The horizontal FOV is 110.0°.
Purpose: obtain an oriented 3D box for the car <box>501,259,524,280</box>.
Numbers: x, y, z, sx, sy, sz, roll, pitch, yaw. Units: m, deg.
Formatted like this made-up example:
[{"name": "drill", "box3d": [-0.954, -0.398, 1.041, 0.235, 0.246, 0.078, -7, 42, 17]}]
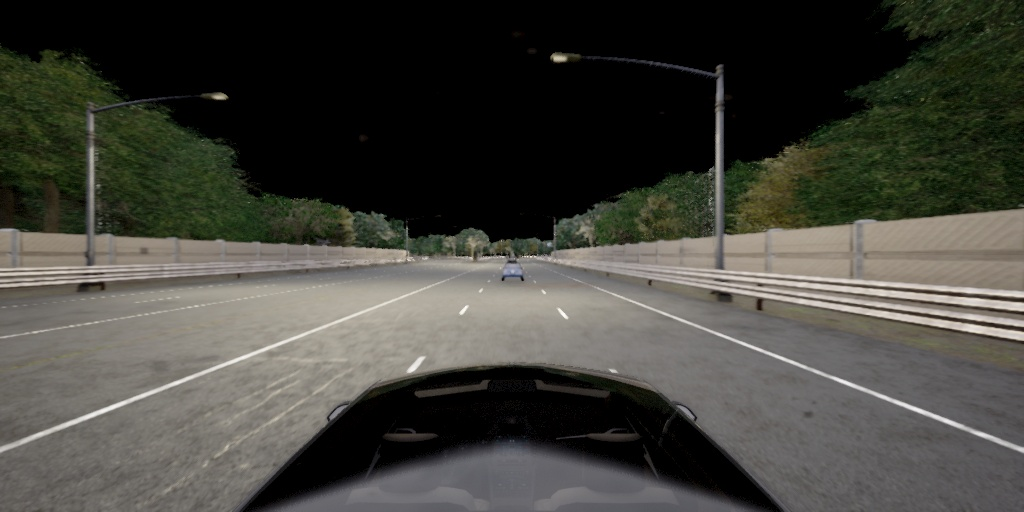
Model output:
[{"name": "car", "box3d": [0.061, 1.243, 30.145, 2.033, 1.411, 5.357, 0, 0, 0]}]
